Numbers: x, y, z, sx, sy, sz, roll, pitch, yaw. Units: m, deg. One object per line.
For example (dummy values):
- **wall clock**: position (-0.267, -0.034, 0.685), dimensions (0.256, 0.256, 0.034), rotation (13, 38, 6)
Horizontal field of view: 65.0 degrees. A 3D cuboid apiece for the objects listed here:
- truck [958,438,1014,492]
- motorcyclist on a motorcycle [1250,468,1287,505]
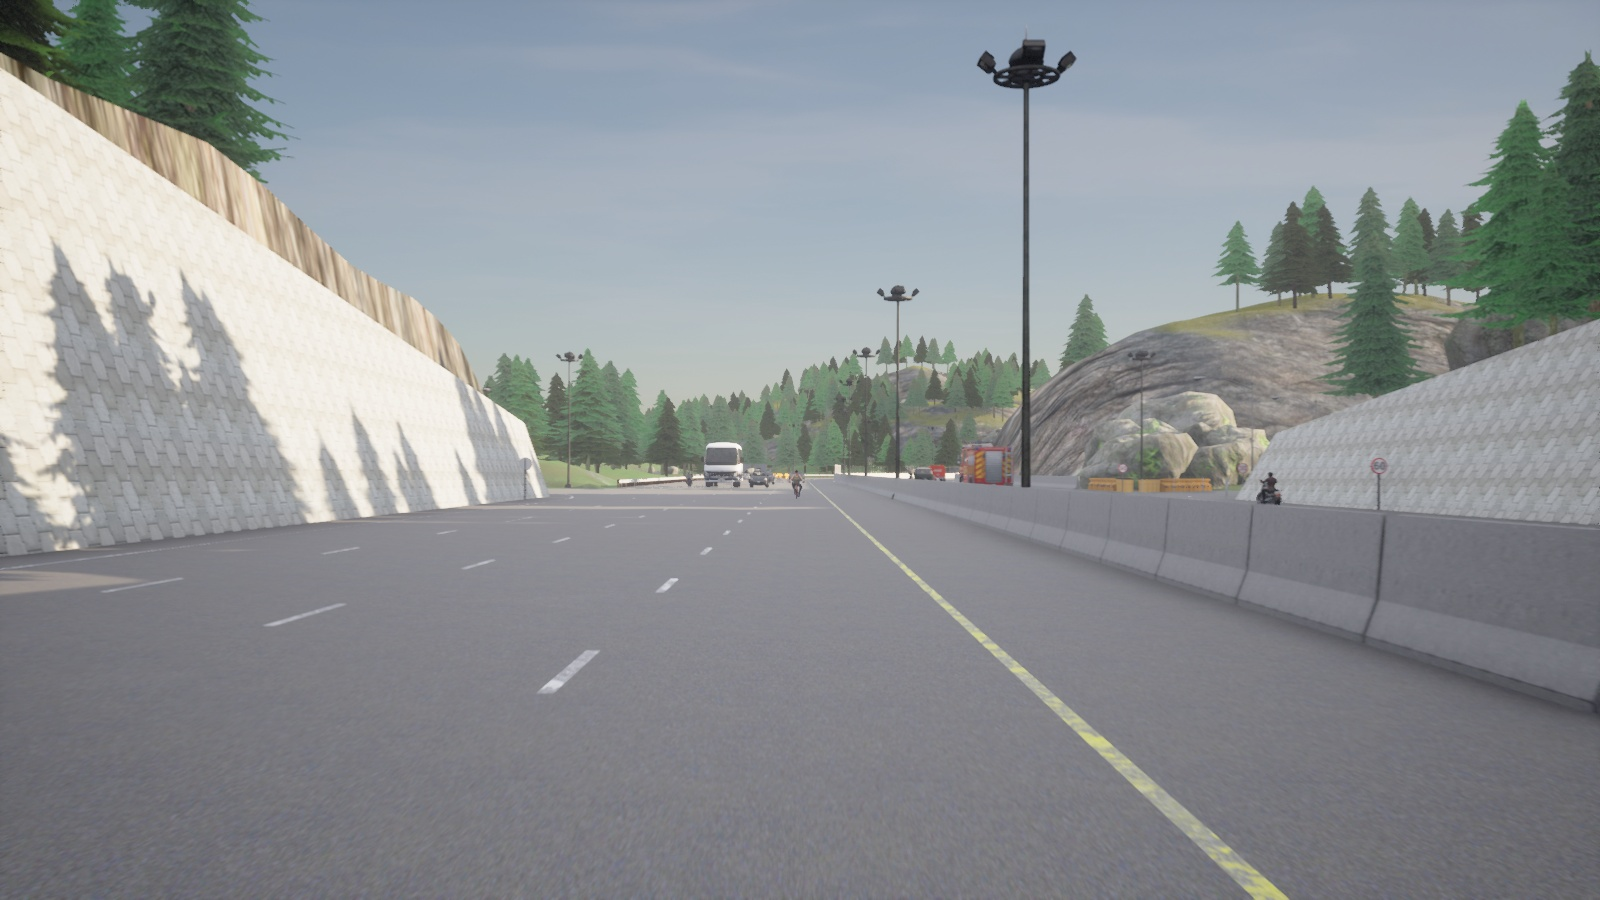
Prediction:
- **truck**: position (13.768, 1.165, 93.785), dimensions (2.891, 3.827, 8.468), rotation (0, -1, 0)
- **motorcyclist on a motorcycle**: position (20.864, 1.619, 55.998), dimensions (0.766, 1.649, 2.350), rotation (0, -1, 0)
